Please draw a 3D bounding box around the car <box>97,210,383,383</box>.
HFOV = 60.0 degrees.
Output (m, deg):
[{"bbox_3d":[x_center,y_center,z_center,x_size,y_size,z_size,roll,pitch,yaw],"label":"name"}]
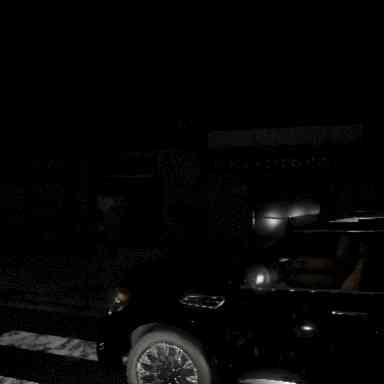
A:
[{"bbox_3d":[1.733,1.241,3.765,5.566,2.045,2.150,0,-1,17],"label":"car"}]
